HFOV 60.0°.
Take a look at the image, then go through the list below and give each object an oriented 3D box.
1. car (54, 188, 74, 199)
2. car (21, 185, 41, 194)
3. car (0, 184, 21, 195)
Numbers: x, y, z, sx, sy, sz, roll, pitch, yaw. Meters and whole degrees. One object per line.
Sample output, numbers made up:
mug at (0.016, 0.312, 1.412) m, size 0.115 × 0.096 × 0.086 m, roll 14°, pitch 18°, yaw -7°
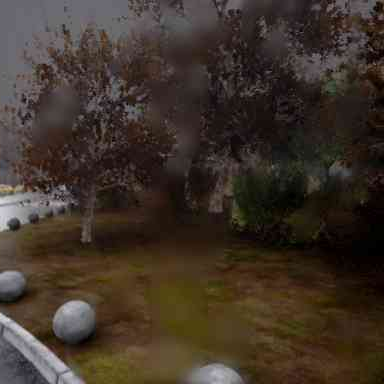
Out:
car at (-14.934, 0.049, 41.658) m, size 1.994 × 1.385 × 4.181 m, roll 0°, pitch 3°, yaw 5°
car at (-25.901, -0.625, 51.229) m, size 1.946 × 1.575 × 5.366 m, roll 0°, pitch 3°, yaw 5°
car at (-26.418, -0.291, 45.739) m, size 1.946 × 1.575 × 5.366 m, roll 0°, pitch 3°, yaw 5°
